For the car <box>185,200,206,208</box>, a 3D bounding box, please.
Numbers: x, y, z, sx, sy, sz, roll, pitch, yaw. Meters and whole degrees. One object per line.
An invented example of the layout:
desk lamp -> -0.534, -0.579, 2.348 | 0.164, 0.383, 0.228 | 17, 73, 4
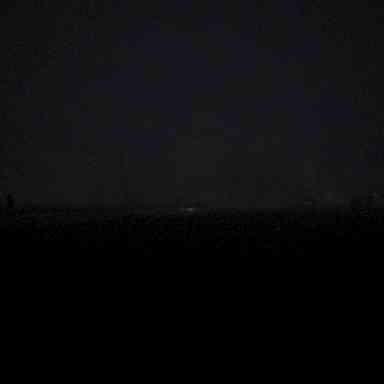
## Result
car -> 0.642, 2.202, 61.155 | 1.882, 1.535, 5.008 | 1, 1, 36
